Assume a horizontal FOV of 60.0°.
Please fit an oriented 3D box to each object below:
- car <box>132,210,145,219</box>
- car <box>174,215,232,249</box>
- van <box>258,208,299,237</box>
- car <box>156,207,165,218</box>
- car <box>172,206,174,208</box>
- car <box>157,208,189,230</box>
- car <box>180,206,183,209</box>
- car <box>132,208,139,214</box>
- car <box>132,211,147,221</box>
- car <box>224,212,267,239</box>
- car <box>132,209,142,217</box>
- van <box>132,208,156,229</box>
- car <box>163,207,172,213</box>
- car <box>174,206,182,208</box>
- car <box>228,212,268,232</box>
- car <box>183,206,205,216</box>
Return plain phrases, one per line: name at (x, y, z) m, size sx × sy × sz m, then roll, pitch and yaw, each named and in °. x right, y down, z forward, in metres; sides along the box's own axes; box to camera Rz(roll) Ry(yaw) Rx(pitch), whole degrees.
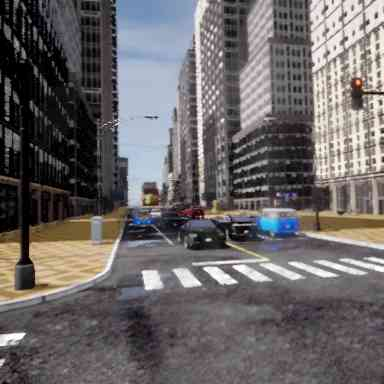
car at (-8.681, 3.619, 53.673) m, size 2.008 × 1.369 × 4.403 m, roll -1°, pitch -2°, yaw -10°
car at (0.451, 2.210, 18.106) m, size 1.994 × 1.385 × 4.181 m, roll -1°, pitch -2°, yaw -10°
van at (5.641, 2.015, 22.548) m, size 1.690 × 1.788 × 3.998 m, roll -1°, pitch -2°, yaw -10°
car at (-5.481, 3.429, 51.039) m, size 1.812 × 1.442 × 4.674 m, roll -1°, pitch -2°, yaw -10°
car at (-2.430, 3.906, 66.077) m, size 1.947 × 1.339 × 4.313 m, roll -1°, pitch -2°, yaw -10°
car at (-1.907, 2.618, 31.004) m, size 1.882 × 1.535 × 5.008 m, roll -1°, pitch -2°, yaw -10°
car at (-0.440, 3.469, 55.186) m, size 1.887 × 1.381 × 4.507 m, roll -1°, pitch -2°, yaw -10°
car at (-14.654, 4.896, 86.344) m, size 1.802 × 1.307 × 4.206 m, roll -1°, pitch -2°, yaw -10°
car at (-7.685, 3.427, 48.228) m, size 1.947 × 1.339 × 4.313 m, roll -1°, pitch -2°, yaw -10°
car at (2.807, 2.216, 21.796) m, size 2.128 × 1.511 × 4.902 m, roll -1°, pitch -2°, yaw -9°
car at (-10.671, 4.066, 64.563) m, size 1.802 × 1.307 × 4.206 m, roll -1°, pitch -2°, yaw -10°
van at (-4.703, 2.577, 31.900) m, size 1.690 × 1.788 × 3.998 m, roll -1°, pitch -2°, yaw -10°
car at (-6.444, 4.702, 88.025) m, size 1.752 × 1.417 × 4.829 m, roll -1°, pitch -2°, yaw -10°
car at (-1.440, 3.448, 60.640) m, size 2.192 × 1.841 × 5.009 m, roll -1°, pitch -2°, yaw -10°
car at (4.561, 2.428, 27.968) m, size 1.887 × 1.381 × 4.507 m, roll -1°, pitch -2°, yaw -10°
car at (0.551, 3.032, 49.749) m, size 2.192 × 1.841 × 5.009 m, roll -1°, pitch -2°, yaw -10°
